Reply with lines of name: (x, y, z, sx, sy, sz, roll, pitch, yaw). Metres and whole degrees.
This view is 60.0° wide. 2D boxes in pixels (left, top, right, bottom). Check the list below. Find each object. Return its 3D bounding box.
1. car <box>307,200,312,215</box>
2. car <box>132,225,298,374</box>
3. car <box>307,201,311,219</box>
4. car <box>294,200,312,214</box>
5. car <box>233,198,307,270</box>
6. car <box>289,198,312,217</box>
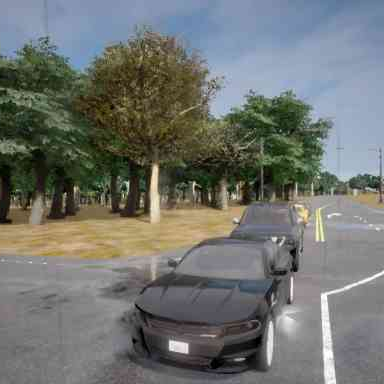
car: (9.370, 1.723, 29.477, 1.812, 1.442, 4.674, -1, 0, 21)
car: (0.758, 1.612, 6.195, 1.882, 1.535, 5.008, -1, -2, 21)
car: (7.298, 1.663, 23.978, 1.882, 1.535, 5.008, -1, 0, 21)
car: (13.418, 1.746, 40.052, 1.812, 1.442, 4.674, -1, 0, 21)
car: (2.894, 1.459, 12.330, 2.150, 2.045, 5.566, -2, 0, 21)
car: (11.410, 1.562, 34.847, 2.097, 1.767, 4.553, -1, 0, 21)
